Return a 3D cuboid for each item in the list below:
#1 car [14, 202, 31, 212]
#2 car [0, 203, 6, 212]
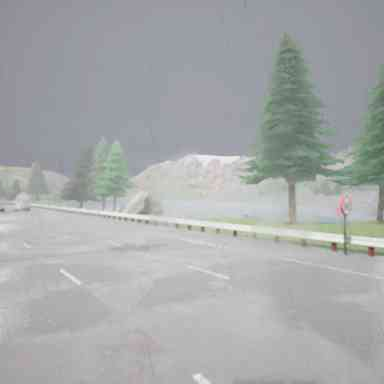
[{"bbox_3d":[-25.886,2.211,50.792,1.812,1.442,4.674,0,-1,-34],"label":"car"},{"bbox_3d":[-28.039,2.251,47.768,1.895,1.301,4.718,0,-1,-35],"label":"car"}]
